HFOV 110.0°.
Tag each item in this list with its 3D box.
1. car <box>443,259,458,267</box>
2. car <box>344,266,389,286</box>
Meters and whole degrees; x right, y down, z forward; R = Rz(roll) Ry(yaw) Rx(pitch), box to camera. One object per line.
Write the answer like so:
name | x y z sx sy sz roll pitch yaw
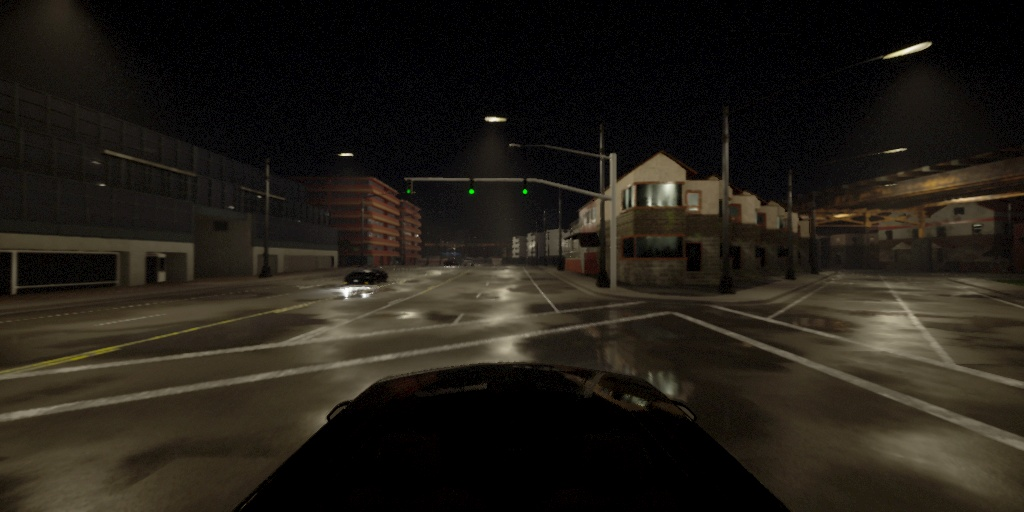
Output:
car | -10.628 1.146 62.226 1.994 1.385 4.181 0 -1 0
car | -10.549 1.457 26.200 1.994 1.385 4.181 0 1 0
